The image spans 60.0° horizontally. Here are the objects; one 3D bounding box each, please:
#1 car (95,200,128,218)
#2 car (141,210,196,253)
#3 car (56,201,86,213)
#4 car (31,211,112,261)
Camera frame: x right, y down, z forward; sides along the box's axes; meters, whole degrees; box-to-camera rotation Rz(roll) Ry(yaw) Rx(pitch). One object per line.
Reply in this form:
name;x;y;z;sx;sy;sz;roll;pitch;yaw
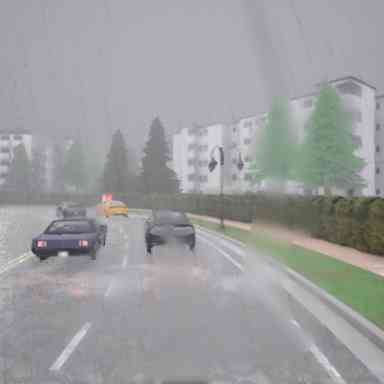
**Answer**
car;-7.387;1.490;30.287;1.882;1.535;5.008;0;0;-30
car;-1.062;1.496;13.893;2.128;1.511;4.902;0;0;-10
car;-10.522;1.503;28.774;2.128;1.511;4.902;0;0;-31
car;-4.268;1.606;12.343;1.895;1.301;4.718;0;0;-9
